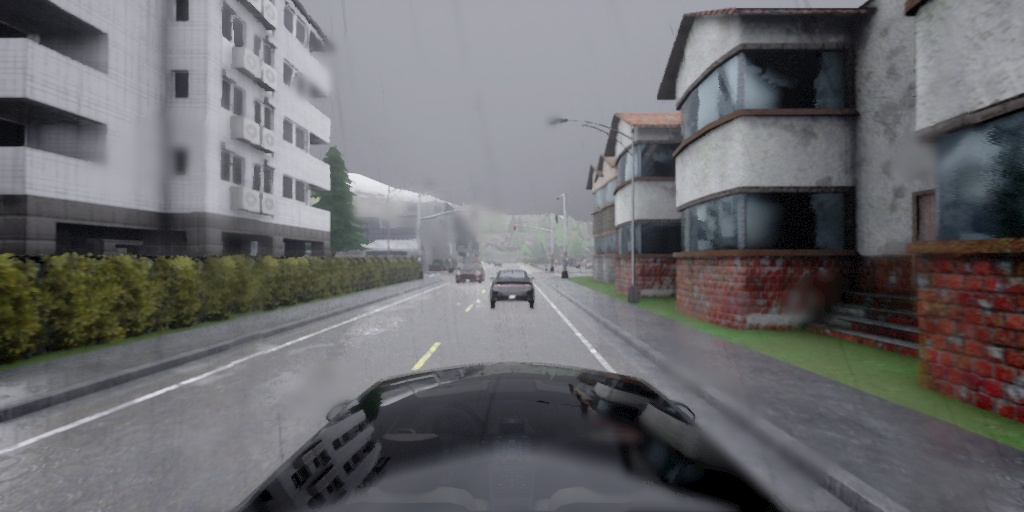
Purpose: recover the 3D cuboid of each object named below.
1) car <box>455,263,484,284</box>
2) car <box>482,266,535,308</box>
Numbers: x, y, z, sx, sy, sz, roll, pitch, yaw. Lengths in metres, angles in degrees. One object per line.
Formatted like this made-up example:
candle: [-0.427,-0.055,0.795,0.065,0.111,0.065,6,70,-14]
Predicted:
car: [-3.475,1.363,30.468,2.097,1.767,4.553,0,0,0]
car: [0.018,1.374,16.129,2.128,1.511,4.902,0,0,0]
